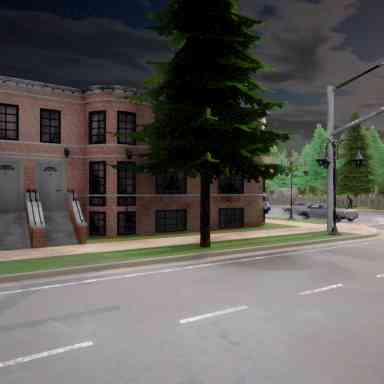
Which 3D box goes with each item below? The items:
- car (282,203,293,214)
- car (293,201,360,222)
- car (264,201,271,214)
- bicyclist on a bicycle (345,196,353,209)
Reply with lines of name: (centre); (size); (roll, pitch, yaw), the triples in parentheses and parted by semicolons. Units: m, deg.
car: (11.192, 1.601, 32.718); (1.895, 1.301, 4.718); (0, 0, -31)
car: (10.759, 1.601, 26.583); (1.895, 1.301, 4.718); (0, 0, -31)
car: (5.784, 1.221, 34.980); (2.150, 2.045, 5.566); (0, 0, -31)
bicyclist on a bicycle: (19.240, 1.301, 40.664); (1.656, 1.620, 0.582); (0, 0, -31)
